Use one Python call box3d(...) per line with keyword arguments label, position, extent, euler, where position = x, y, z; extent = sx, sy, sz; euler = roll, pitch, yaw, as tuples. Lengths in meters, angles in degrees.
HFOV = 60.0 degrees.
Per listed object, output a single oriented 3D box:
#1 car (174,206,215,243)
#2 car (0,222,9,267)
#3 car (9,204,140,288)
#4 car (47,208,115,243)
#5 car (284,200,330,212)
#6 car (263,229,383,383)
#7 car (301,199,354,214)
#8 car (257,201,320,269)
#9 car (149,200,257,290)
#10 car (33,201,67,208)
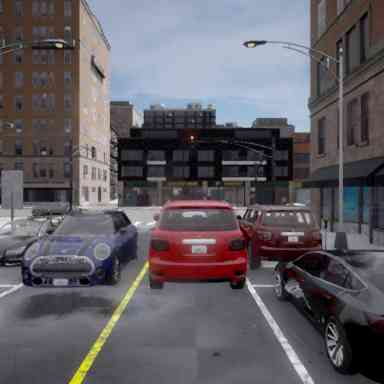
box3d(label="car", position=(0.102, 1.525, 16.991), extent=(1.812, 1.442, 4.674), euler=(0, 0, 0))
box3d(label="car", position=(-5.381, 1.550, 11.077), extent=(2.008, 1.369, 4.403), euler=(0, 0, 0))
box3d(label="car", position=(-2.822, 1.351, 9.418), extent=(2.097, 1.767, 4.553), euler=(0, 0, 0))
box3d(label="car", position=(-5.377, 1.565, 16.740), extent=(1.947, 1.339, 4.313), euler=(0, 0, 0))
box3d(label="car", position=(13.427, 1.674, 39.061), extent=(4.718, 1.301, 1.895), euler=(0, 0, 0))
box3d(label="car", position=(2.640, 1.566, 5.409), extent=(1.947, 1.339, 4.313), euler=(0, 0, 0))
box3d(label="car", position=(14.540, 1.584, 35.808), extent=(4.892, 1.490, 1.837), euler=(0, 0, 1))
box3d(label="car", position=(2.644, 1.314, 11.072), extent=(2.192, 1.841, 5.009), euler=(0, 0, 0))
box3d(label="car", position=(0.086, 1.221, 9.227), extent=(2.150, 2.045, 5.566), euler=(0, 0, -1))
box3d(label="car", position=(-11.571, 1.514, 28.844), extent=(4.181, 1.385, 1.994), euler=(0, 0, 4))
